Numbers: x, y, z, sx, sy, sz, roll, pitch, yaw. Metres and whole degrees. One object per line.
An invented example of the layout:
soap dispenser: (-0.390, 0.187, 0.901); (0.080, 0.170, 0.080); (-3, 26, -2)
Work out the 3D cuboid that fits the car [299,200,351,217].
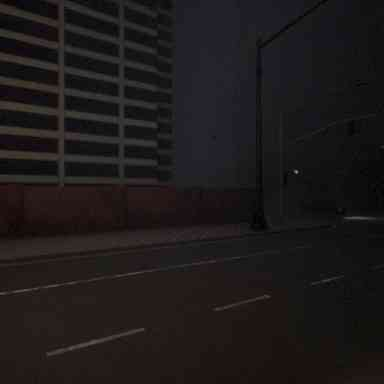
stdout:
car: (12.521, 1.504, 31.636); (1.837, 1.490, 4.892); (0, 0, -36)
